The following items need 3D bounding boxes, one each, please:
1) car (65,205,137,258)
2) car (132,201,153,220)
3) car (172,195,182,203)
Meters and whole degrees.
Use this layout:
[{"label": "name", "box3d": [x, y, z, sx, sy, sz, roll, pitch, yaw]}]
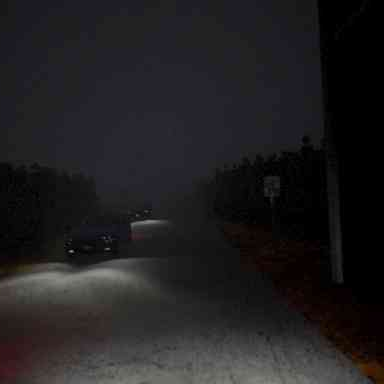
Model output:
[{"label": "car", "box3d": [-3.715, 1.607, 13.924, 1.882, 1.535, 5.008, -3, 1, -2]}, {"label": "car", "box3d": [-4.294, 1.519, 27.959, 1.812, 1.442, 4.674, -3, 0, -2]}, {"label": "car", "box3d": [-3.131, 1.479, 71.521, 1.837, 1.490, 4.892, -3, 0, -3]}]
